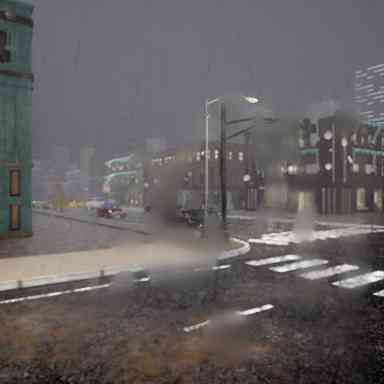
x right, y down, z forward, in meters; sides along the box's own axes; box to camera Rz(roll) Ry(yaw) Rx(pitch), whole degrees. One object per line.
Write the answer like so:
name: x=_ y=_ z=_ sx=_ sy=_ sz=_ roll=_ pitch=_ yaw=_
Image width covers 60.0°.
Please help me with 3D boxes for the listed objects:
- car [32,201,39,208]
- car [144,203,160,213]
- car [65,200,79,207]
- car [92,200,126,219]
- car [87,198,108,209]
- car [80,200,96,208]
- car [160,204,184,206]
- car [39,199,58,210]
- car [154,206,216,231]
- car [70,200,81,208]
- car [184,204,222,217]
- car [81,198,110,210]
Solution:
car: x=-30.986 y=2.491 z=66.603 sx=2.008 sy=1.369 sz=4.403 roll=-1 pitch=0 yaw=-35
car: x=-4.924 y=2.159 z=44.377 sx=1.802 sy=1.307 sz=4.206 roll=-1 pitch=0 yaw=-35
car: x=-27.358 y=2.555 z=75.969 sx=1.947 sy=1.339 sz=4.313 roll=-1 pitch=0 yaw=-35
car: x=-8.554 y=1.964 z=35.012 sx=1.967 sy=1.590 sz=4.097 roll=-1 pitch=0 yaw=-35
car: x=-17.748 y=2.131 z=62.430 sx=2.192 sy=1.841 sz=5.009 roll=-1 pitch=0 yaw=-35
car: x=-20.949 y=2.419 z=66.942 sx=1.887 sy=1.381 sz=4.507 roll=-1 pitch=0 yaw=-35
car: x=-1.720 y=2.097 z=39.865 sx=1.802 sy=1.307 sz=4.206 roll=-1 pitch=0 yaw=-35
car: x=-24.478 y=2.348 z=57.438 sx=1.752 sy=1.417 sz=4.829 roll=-1 pitch=0 yaw=-35
car: x=-0.617 y=1.932 z=23.627 sx=1.947 sy=1.339 sz=4.313 roll=-1 pitch=0 yaw=-35
car: x=-22.422 y=2.343 z=64.556 sx=1.882 sy=1.535 sz=5.008 roll=0 pitch=-1 yaw=-35
car: x=1.485 y=2.003 z=35.352 sx=2.008 sy=1.369 sz=4.403 roll=-1 pitch=0 yaw=-35
car: x=-16.281 y=1.975 z=55.906 sx=2.150 sy=2.045 sz=5.566 roll=0 pitch=-1 yaw=-35
